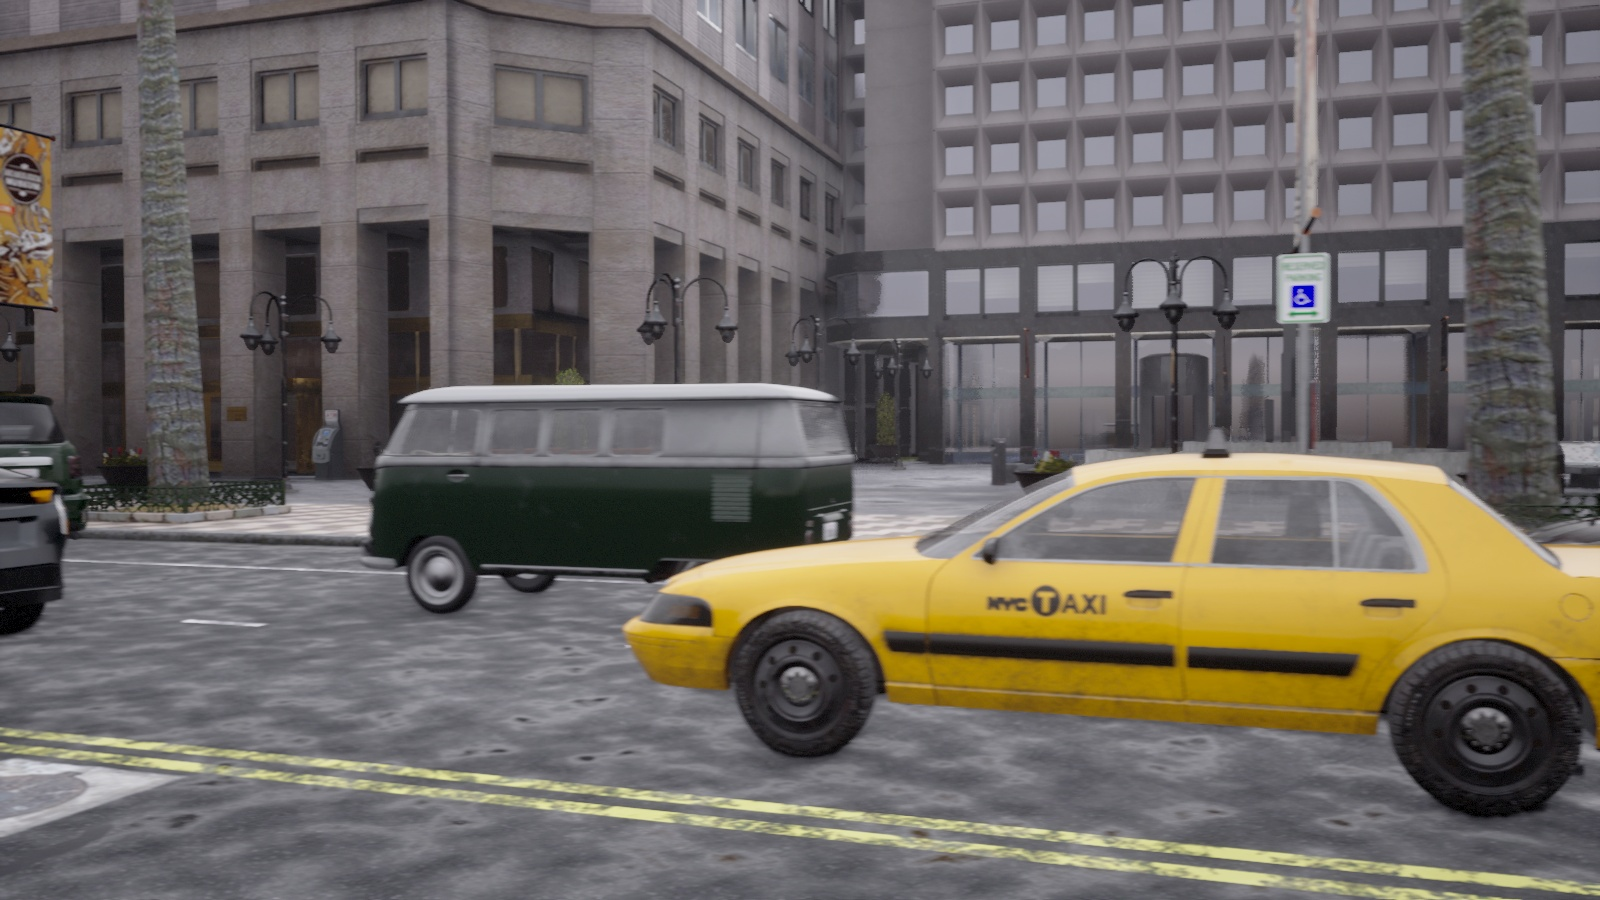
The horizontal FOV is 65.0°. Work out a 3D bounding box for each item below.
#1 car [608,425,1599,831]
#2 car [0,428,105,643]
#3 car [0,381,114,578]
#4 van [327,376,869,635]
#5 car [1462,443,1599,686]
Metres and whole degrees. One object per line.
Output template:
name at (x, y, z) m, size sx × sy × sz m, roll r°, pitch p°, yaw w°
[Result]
car at (1.874, 0.673, 6.254) m, size 5.366 × 1.575 × 1.801 m, roll 1°, pitch 1°, yaw 19°
car at (-7.875, 0.591, 9.538) m, size 4.514 × 1.525 × 2.007 m, roll 1°, pitch 1°, yaw 18°
car at (-10.845, 0.277, 14.225) m, size 5.566 × 2.045 × 2.150 m, roll 1°, pitch 1°, yaw 18°
van at (-1.769, 0.394, 11.178) m, size 4.442 × 1.987 × 1.775 m, roll 1°, pitch 1°, yaw 19°
car at (7.191, 0.723, 8.174) m, size 4.792 × 1.488 × 2.163 m, roll 1°, pitch 1°, yaw 18°
